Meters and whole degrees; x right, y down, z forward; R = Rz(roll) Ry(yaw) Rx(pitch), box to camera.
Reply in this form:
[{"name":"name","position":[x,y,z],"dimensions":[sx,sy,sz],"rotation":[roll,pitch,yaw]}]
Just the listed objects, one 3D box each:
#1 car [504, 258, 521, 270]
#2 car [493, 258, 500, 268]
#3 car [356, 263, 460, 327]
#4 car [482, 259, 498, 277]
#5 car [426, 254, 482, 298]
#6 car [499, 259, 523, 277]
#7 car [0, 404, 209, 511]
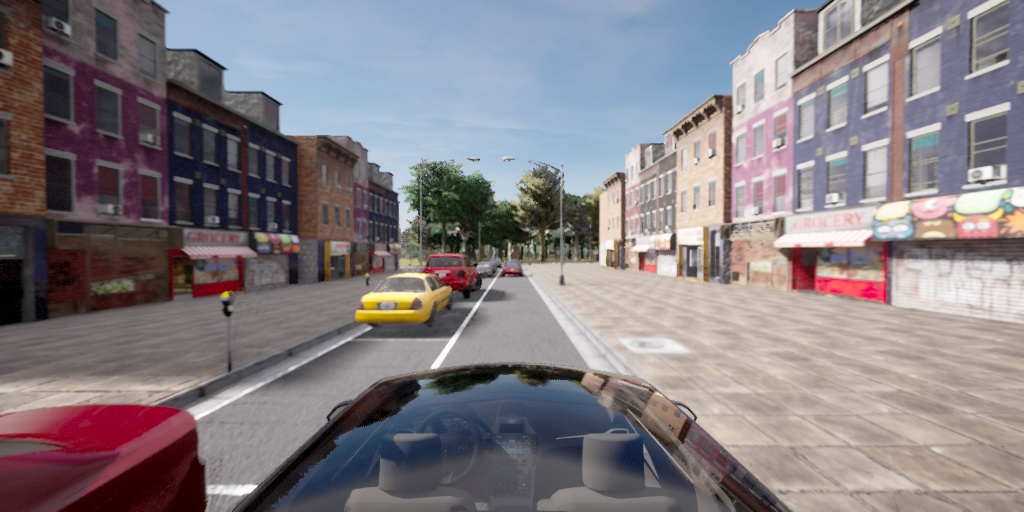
[{"name":"car","position":[0.066,1.091,48.425],"dimensions":[2.128,1.511,4.902],"rotation":[0,0,0]},{"name":"car","position":[-2.643,1.196,38.253],"dimensions":[1.948,1.339,4.313],"rotation":[0,0,0]},{"name":"car","position":[-3.026,1.174,11.277],"dimensions":[1.801,1.575,5.366],"rotation":[0,0,0]},{"name":"car","position":[-2.642,1.197,32.819],"dimensions":[2.007,1.370,4.403],"rotation":[0,0,0]},{"name":"car","position":[-2.983,0.914,18.116],"dimensions":[2.150,2.045,5.566],"rotation":[0,0,0]},{"name":"car","position":[0.056,1.206,34.285],"dimensions":[1.994,1.385,4.181],"rotation":[0,0,1]},{"name":"car","position":[-2.638,1.301,0.210],"dimensions":[1.888,1.381,4.507],"rotation":[0,0,0]}]
